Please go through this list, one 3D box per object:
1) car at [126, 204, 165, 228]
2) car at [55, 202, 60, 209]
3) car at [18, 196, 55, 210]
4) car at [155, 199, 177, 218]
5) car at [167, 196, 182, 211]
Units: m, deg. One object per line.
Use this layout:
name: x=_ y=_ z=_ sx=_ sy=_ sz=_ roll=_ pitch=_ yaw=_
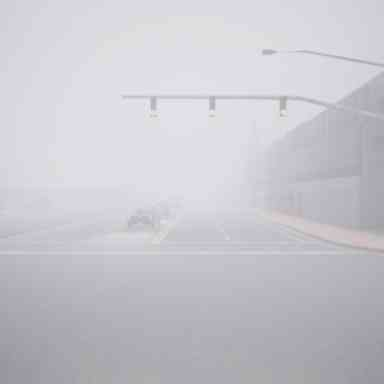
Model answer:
car: x=-3.369 y=1.780 z=23.975 sx=1.895 sy=1.301 sz=4.718 roll=0 pitch=0 yaw=2
car: x=-20.881 y=1.749 z=47.247 sx=3.806 sy=1.475 sz=1.970 roll=0 pitch=0 yaw=0
car: x=-20.920 y=1.488 z=44.353 sx=3.866 sy=1.878 sz=1.905 roll=0 pitch=0 yaw=0
car: x=-3.050 y=1.745 z=33.838 sx=2.128 sy=1.511 sz=4.902 roll=0 pitch=0 yaw=2
car: x=-2.554 y=1.576 z=47.165 sx=2.150 sy=2.045 sz=5.566 roll=0 pitch=-1 yaw=2
